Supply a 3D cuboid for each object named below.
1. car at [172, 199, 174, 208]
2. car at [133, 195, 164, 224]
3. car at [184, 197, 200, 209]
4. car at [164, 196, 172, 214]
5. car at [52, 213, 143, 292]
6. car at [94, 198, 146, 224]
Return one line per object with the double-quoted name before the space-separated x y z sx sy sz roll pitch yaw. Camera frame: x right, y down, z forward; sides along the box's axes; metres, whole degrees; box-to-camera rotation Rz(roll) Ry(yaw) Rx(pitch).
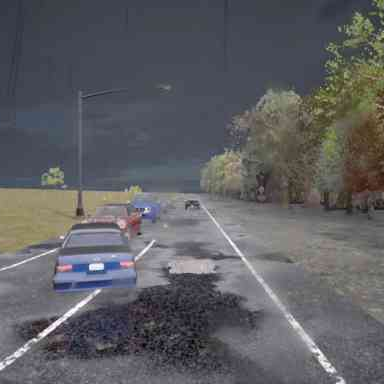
"car" -3.610 1.347 45.312 2.097 1.767 4.553 0 0 0
"car" -3.614 1.223 25.300 2.150 2.045 5.566 0 0 -1
"car" 0.041 1.500 44.250 1.837 1.490 4.892 0 0 0
"car" -3.608 1.351 35.305 2.097 1.767 4.553 0 0 0
"car" -2.637 1.549 9.093 2.033 1.411 5.357 0 0 -17
"car" -3.678 1.353 15.635 2.097 1.767 4.553 0 0 1
